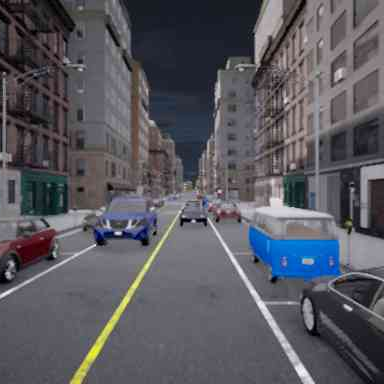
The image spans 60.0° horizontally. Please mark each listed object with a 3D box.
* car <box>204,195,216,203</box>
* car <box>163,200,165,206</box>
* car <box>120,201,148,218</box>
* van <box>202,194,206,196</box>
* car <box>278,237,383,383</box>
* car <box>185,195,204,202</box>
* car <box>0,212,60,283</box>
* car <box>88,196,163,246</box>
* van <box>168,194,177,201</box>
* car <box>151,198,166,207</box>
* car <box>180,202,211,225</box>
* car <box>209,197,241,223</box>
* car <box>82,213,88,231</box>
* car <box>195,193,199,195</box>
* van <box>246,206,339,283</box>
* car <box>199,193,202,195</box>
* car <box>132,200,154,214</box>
[{"bbox_3d":[2.648,1.477,36.989,1.967,1.590,4.097,0,0,0],"label":"car"},{"bbox_3d":[-5.374,1.592,48.013,1.887,1.381,4.507,0,0,0],"label":"car"},{"bbox_3d":[-5.379,1.576,31.479,1.887,1.381,4.507,0,0,0],"label":"car"},{"bbox_3d":[2.651,1.389,48.010,1.690,1.788,3.998,0,0,0],"label":"van"},{"bbox_3d":[2.639,1.553,3.923,2.008,1.369,4.403,0,0,0],"label":"car"},{"bbox_3d":[0.114,1.534,42.949,2.128,1.511,4.902,0,0,0],"label":"car"},{"bbox_3d":[-5.385,1.447,9.436,1.967,1.590,4.097,0,0,0],"label":"car"},{"bbox_3d":[-2.844,1.235,15.594,2.150,2.045,5.566,0,0,0],"label":"car"},{"bbox_3d":[-5.383,1.419,85.488,1.690,1.788,3.998,0,0,0],"label":"van"},{"bbox_3d":[-5.372,1.618,53.524,1.947,1.339,4.313,0,0,0],"label":"car"},{"bbox_3d":[0.106,1.624,24.081,1.895,1.301,4.718,0,0,0],"label":"car"},{"bbox_3d":[2.645,1.465,25.966,1.967,1.590,4.097,0,0,0],"label":"car"},{"bbox_3d":[-5.382,1.570,20.457,2.008,1.369,4.403,0,0,0],"label":"car"},{"bbox_3d":[2.731,1.397,90.893,2.192,1.841,5.009,0,0,0],"label":"car"},{"bbox_3d":[2.640,1.349,9.434,1.690,1.788,3.998,0,0,0],"label":"van"},{"bbox_3d":[2.653,1.368,53.522,2.192,1.841,5.009,0,0,0],"label":"car"},{"bbox_3d":[-5.377,1.619,36.991,1.802,1.307,4.206,0,0,0],"label":"car"}]
